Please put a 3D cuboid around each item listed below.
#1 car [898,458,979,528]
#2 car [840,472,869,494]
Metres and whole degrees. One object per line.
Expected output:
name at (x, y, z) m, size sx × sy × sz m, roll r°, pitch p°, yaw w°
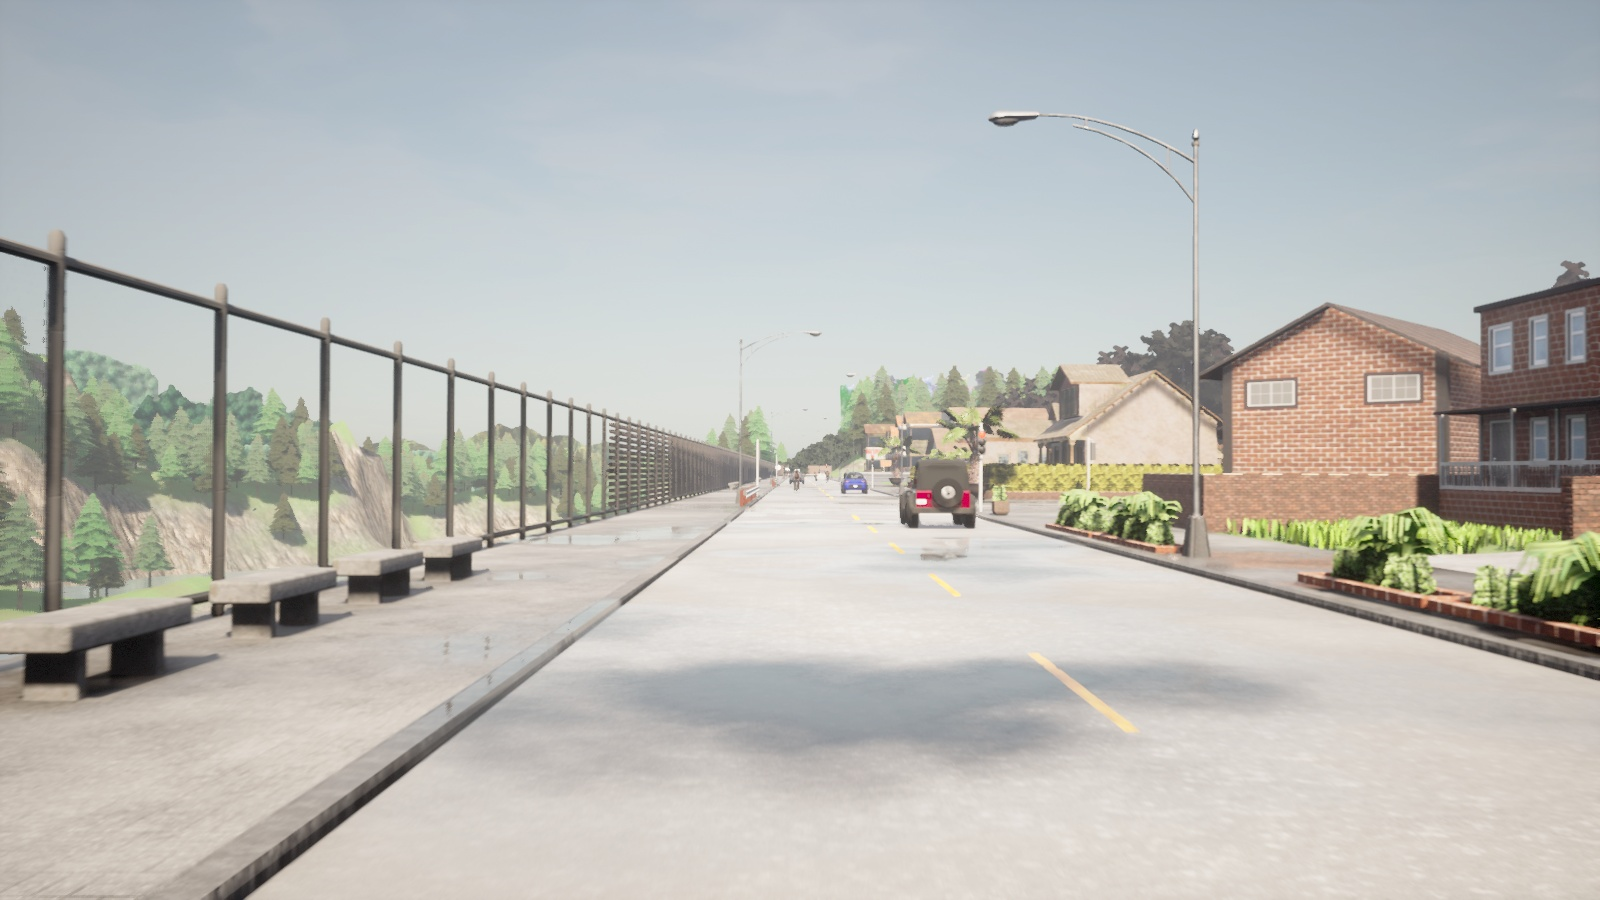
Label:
car at (3.910, 1.198, 36.026) m, size 1.905 × 1.878 × 3.866 m, roll 0°, pitch -1°, yaw 0°
car at (3.790, 2.289, 88.202) m, size 1.816 × 1.474 × 4.193 m, roll 0°, pitch -1°, yaw 0°
